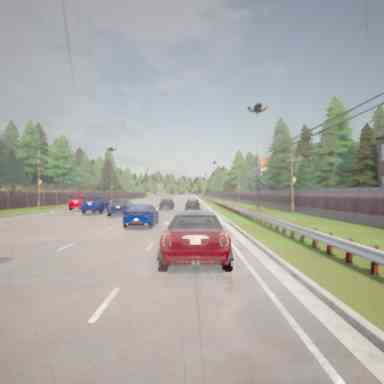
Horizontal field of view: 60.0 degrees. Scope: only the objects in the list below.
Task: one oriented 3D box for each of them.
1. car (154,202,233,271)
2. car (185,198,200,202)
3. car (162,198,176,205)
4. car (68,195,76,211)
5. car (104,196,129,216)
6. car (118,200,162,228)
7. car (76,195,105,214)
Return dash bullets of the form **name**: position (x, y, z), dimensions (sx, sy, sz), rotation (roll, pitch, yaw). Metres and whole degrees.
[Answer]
- **car**: position (0.097, 1.382, 11.199), dimensions (2.097, 1.767, 4.553), rotation (0, 0, 0)
- **car**: position (0.086, 1.616, 45.958), dimensions (2.128, 1.511, 4.902), rotation (0, 0, 0)
- **car**: position (-3.414, 1.630, 45.832), dimensions (1.837, 1.490, 4.892), rotation (0, 0, 0)
- **car**: position (-13.913, 1.337, 42.415), dimensions (2.150, 2.045, 5.566), rotation (0, 0, 0)
- **car**: position (-6.911, 1.441, 33.248), dimensions (2.097, 1.767, 4.553), rotation (0, 0, 0)
- **car**: position (-3.407, 1.539, 22.717), dimensions (1.882, 1.535, 5.008), rotation (0, 0, 0)
- **car**: position (-10.410, 1.321, 36.480), dimensions (2.150, 2.045, 5.566), rotation (0, 0, 0)
